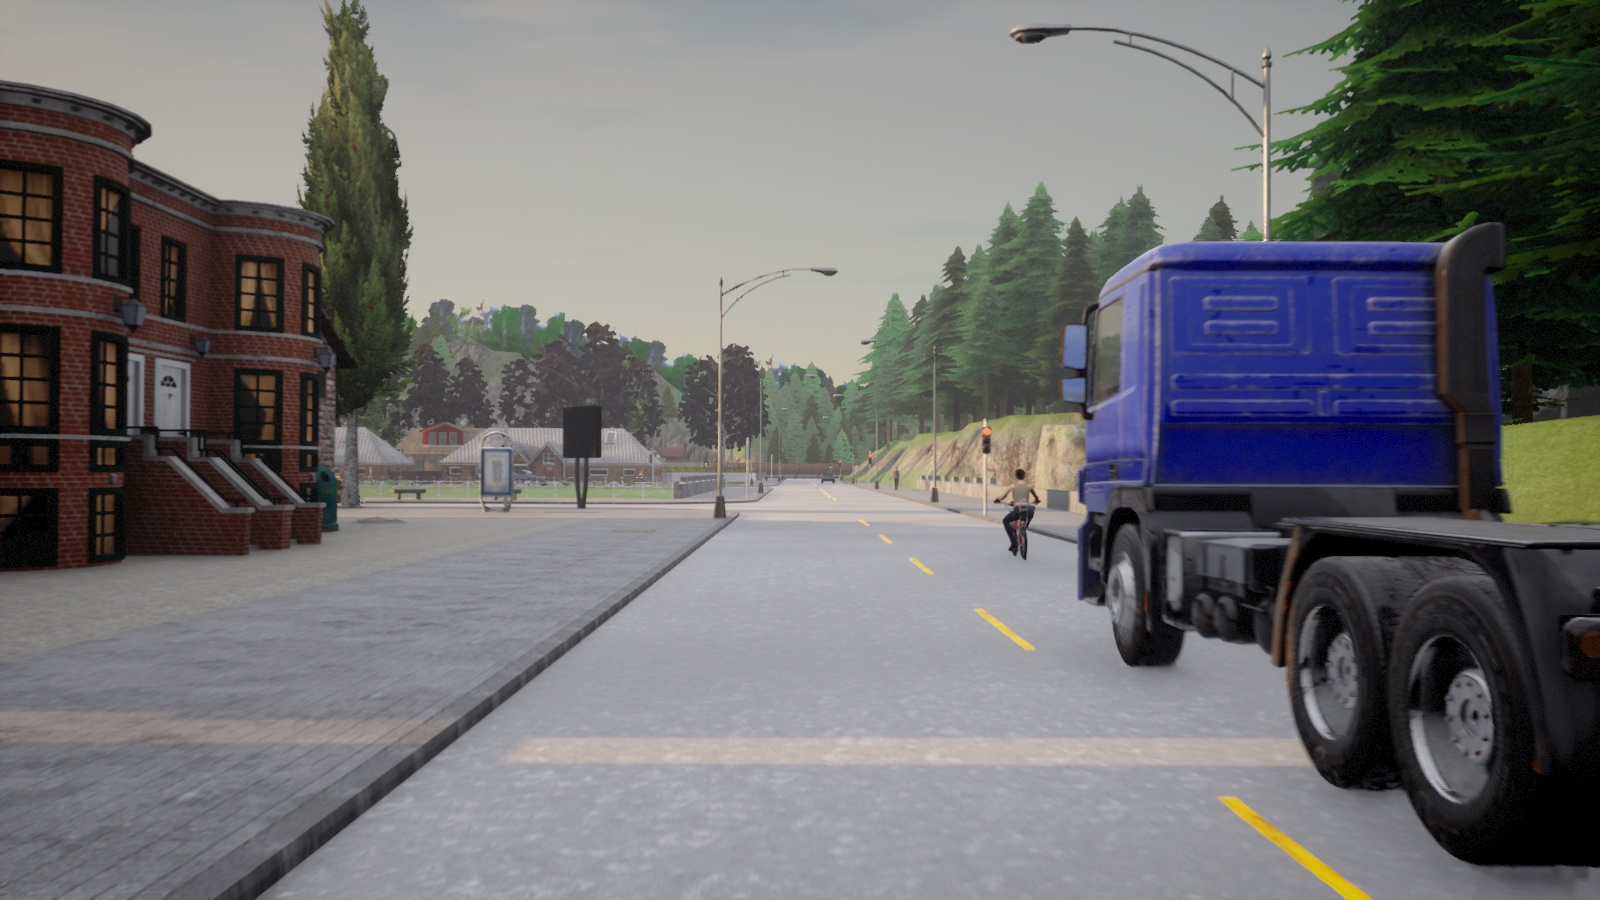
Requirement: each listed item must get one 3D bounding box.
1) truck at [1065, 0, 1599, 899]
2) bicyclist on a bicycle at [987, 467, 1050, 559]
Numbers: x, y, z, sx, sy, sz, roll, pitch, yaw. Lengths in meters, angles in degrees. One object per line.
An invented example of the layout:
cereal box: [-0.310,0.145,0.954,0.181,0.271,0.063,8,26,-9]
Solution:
truck: [3.978,-0.050,7.948,2.891,3.462,7.936,0,-1,0]
bicyclist on a bicycle: [3.947,1.116,22.750,0.866,1.612,1.509,0,-1,0]
